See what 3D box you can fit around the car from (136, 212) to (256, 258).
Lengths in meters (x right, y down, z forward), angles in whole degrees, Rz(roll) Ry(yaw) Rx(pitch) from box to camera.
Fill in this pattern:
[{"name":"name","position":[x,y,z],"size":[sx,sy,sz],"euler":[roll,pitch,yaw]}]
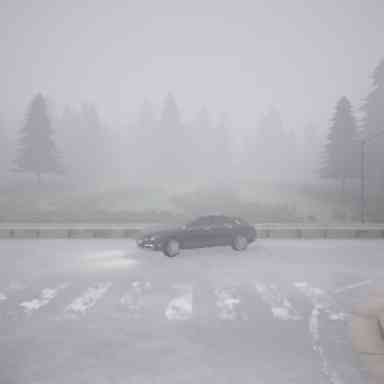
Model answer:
[{"name":"car","position":[0.242,1.598,13.194],"size":[4.892,1.490,1.837],"euler":[0,-3,-26]}]
